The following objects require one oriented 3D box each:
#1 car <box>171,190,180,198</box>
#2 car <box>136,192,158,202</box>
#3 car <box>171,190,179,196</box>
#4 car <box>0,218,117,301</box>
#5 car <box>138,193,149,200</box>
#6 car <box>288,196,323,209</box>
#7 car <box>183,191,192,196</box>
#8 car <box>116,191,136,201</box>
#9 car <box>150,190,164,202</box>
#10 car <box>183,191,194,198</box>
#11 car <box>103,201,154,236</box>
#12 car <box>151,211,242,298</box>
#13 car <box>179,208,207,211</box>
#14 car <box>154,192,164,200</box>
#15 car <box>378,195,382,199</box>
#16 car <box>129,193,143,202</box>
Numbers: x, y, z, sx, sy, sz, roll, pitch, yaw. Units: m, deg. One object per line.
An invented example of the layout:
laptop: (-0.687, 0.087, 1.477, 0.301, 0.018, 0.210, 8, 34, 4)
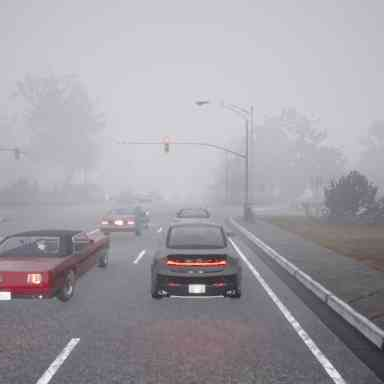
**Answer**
car: (-4.159, 0.756, 84.771, 2.128, 1.511, 4.902, 0, 1, -4)
car: (-7.202, 1.146, 53.350, 2.033, 1.411, 5.357, 0, 0, 0)
car: (-4.921, 0.275, 94.818, 2.097, 1.767, 4.553, 0, 1, -7)
car: (-3.415, 1.570, 8.209, 1.895, 1.301, 4.718, 0, 0, 0)
car: (-10.755, 0.984, 73.841, 1.895, 1.301, 4.718, 0, 1, -1)
car: (13.659, 1.214, 38.436, 4.902, 1.511, 2.128, 0, 0, -3)
car: (-1.441, 0.456, 95.186, 2.033, 1.411, 5.357, 0, 1, -7)
car: (-10.701, 0.816, 53.868, 2.150, 2.045, 5.566, 0, 0, 0)
car: (-7.178, 0.727, 63.561, 2.150, 2.045, 5.566, 0, 1, -1)
car: (-0.687, 0.775, 85.309, 1.994, 1.385, 4.181, 0, 1, -4)
car: (-3.449, 1.441, 17.798, 2.033, 1.411, 5.357, 0, 0, -1)
car: (0.086, 1.472, 8.390, 1.837, 1.490, 4.892, 0, 0, 0)
car: (0.076, 1.495, 17.703, 1.895, 1.301, 4.718, 0, 0, 0)
car: (-7.261, 0.864, 74.105, 1.882, 1.535, 5.008, 0, 1, -1)
car: (23.743, 0.939, 39.026, 5.566, 2.045, 2.150, 0, 0, -4)
car: (-10.687, 0.981, 63.755, 1.882, 1.535, 5.008, 0, 1, 0)
